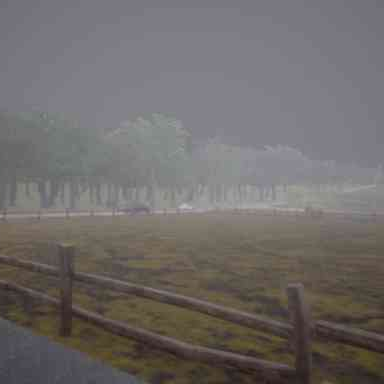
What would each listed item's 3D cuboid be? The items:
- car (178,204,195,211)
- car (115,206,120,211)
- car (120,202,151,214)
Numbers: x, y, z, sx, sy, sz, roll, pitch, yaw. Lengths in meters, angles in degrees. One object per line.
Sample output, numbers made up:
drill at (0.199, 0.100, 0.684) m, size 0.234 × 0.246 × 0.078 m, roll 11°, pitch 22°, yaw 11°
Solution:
car at (-1.292, 3.341, 73.210) m, size 1.812 × 1.442 × 4.674 m, roll 2°, pitch 1°, yaw 35°
car at (-12.230, 2.977, 62.556) m, size 2.097 × 1.767 × 4.553 m, roll 2°, pitch 0°, yaw 36°
car at (-9.936, 2.947, 60.961) m, size 2.150 × 2.045 × 5.566 m, roll 2°, pitch 0°, yaw 35°
